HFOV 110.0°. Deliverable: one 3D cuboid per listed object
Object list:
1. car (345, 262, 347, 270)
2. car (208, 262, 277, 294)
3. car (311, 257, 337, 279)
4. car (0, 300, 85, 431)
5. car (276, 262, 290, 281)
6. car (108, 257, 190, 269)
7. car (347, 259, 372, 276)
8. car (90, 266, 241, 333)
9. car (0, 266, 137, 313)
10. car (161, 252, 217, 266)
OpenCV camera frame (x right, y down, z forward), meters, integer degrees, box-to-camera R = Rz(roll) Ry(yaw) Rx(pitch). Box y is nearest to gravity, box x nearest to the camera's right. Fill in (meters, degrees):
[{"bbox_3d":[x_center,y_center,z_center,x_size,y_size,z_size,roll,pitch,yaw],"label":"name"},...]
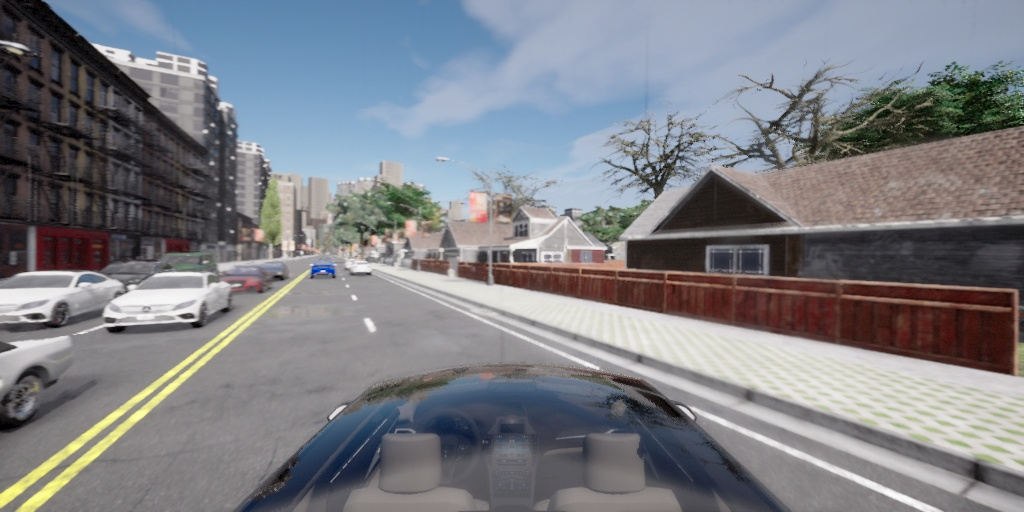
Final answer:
[{"bbox_3d":[-21.056,1.142,47.401,1.812,1.442,4.674,1,0,-26],"label":"car"},{"bbox_3d":[-13.967,1.204,18.844,1.994,1.385,4.181,1,0,-26],"label":"car"},{"bbox_3d":[-16.603,1.116,31.615,1.882,1.535,5.008,1,-1,-27],"label":"car"},{"bbox_3d":[-5.668,1.292,2.487,1.895,1.301,4.718,1,0,-30],"label":"car"},{"bbox_3d":[-18.563,1.156,27.958,2.033,1.411,5.357,1,0,-26],"label":"car"},{"bbox_3d":[-15.463,0.920,14.813,1.837,1.490,4.892,1,0,-27],"label":"car"},{"bbox_3d":[-15.287,1.186,36.192,1.812,1.442,4.674,1,0,-27],"label":"car"},{"bbox_3d":[-9.820,1.192,10.678,1.812,1.442,4.674,1,0,-27],"label":"car"},{"bbox_3d":[-13.345,1.153,10.421,1.812,1.442,4.674,1,0,-27],"label":"car"},{"bbox_3d":[-18.160,0.818,19.930,2.150,2.045,5.566,1,0,-27],"label":"car"}]
